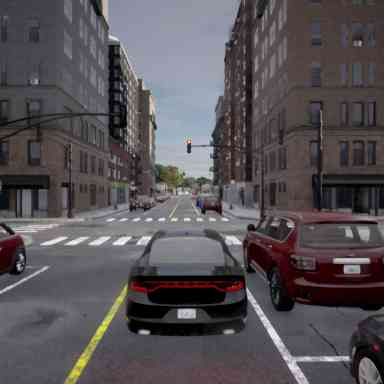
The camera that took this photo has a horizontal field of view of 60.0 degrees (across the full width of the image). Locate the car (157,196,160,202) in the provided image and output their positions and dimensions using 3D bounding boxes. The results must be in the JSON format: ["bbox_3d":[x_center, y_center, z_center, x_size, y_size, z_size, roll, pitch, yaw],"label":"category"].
[{"bbox_3d":[-6.466,1.545,51.068,2.008,1.369,4.403,0,0,-1],"label":"car"}]

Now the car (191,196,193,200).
[{"bbox_3d":[0.672,1.514,95.429,1.752,1.417,4.829,0,0,-1],"label":"car"}]

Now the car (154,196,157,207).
[{"bbox_3d":[-6.353,1.561,45.565,1.947,1.339,4.313,0,0,-1],"label":"car"}]

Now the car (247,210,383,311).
[{"bbox_3d":[2.496,1.314,7.680,2.192,1.841,5.009,0,0,-1],"label":"car"}]

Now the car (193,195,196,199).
[{"bbox_3d":[1.634,1.310,51.239,2.192,1.841,5.009,0,0,-1],"label":"car"}]

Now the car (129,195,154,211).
[{"bbox_3d":[-6.240,1.311,40.063,2.192,1.841,5.009,0,0,-1],"label":"car"}]

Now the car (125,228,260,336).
[{"bbox_3d":[-0.104,1.477,6.928,1.882,1.535,5.008,0,0,-1],"label":"car"}]

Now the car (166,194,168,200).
[{"bbox_3d":[-6.918,1.536,73.078,1.887,1.381,4.507,0,0,-1],"label":"car"}]

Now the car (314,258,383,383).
[{"bbox_3d":[2.615,1.551,1.999,2.008,1.369,4.403,0,0,-1],"label":"car"}]

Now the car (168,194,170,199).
[{"bbox_3d":[-7.031,1.541,78.580,2.008,1.369,4.403,0,0,-1],"label":"car"}]

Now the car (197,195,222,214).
[{"bbox_3d":[1.993,1.312,34.731,2.192,1.841,5.009,0,0,-1],"label":"car"}]

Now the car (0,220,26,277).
[{"bbox_3d":[-5.527,1.440,7.511,1.967,1.590,4.097,0,0,-1],"label":"car"}]

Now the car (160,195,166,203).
[{"bbox_3d":[-6.805,1.537,67.576,1.887,1.381,4.507,0,0,-1],"label":"car"}]
